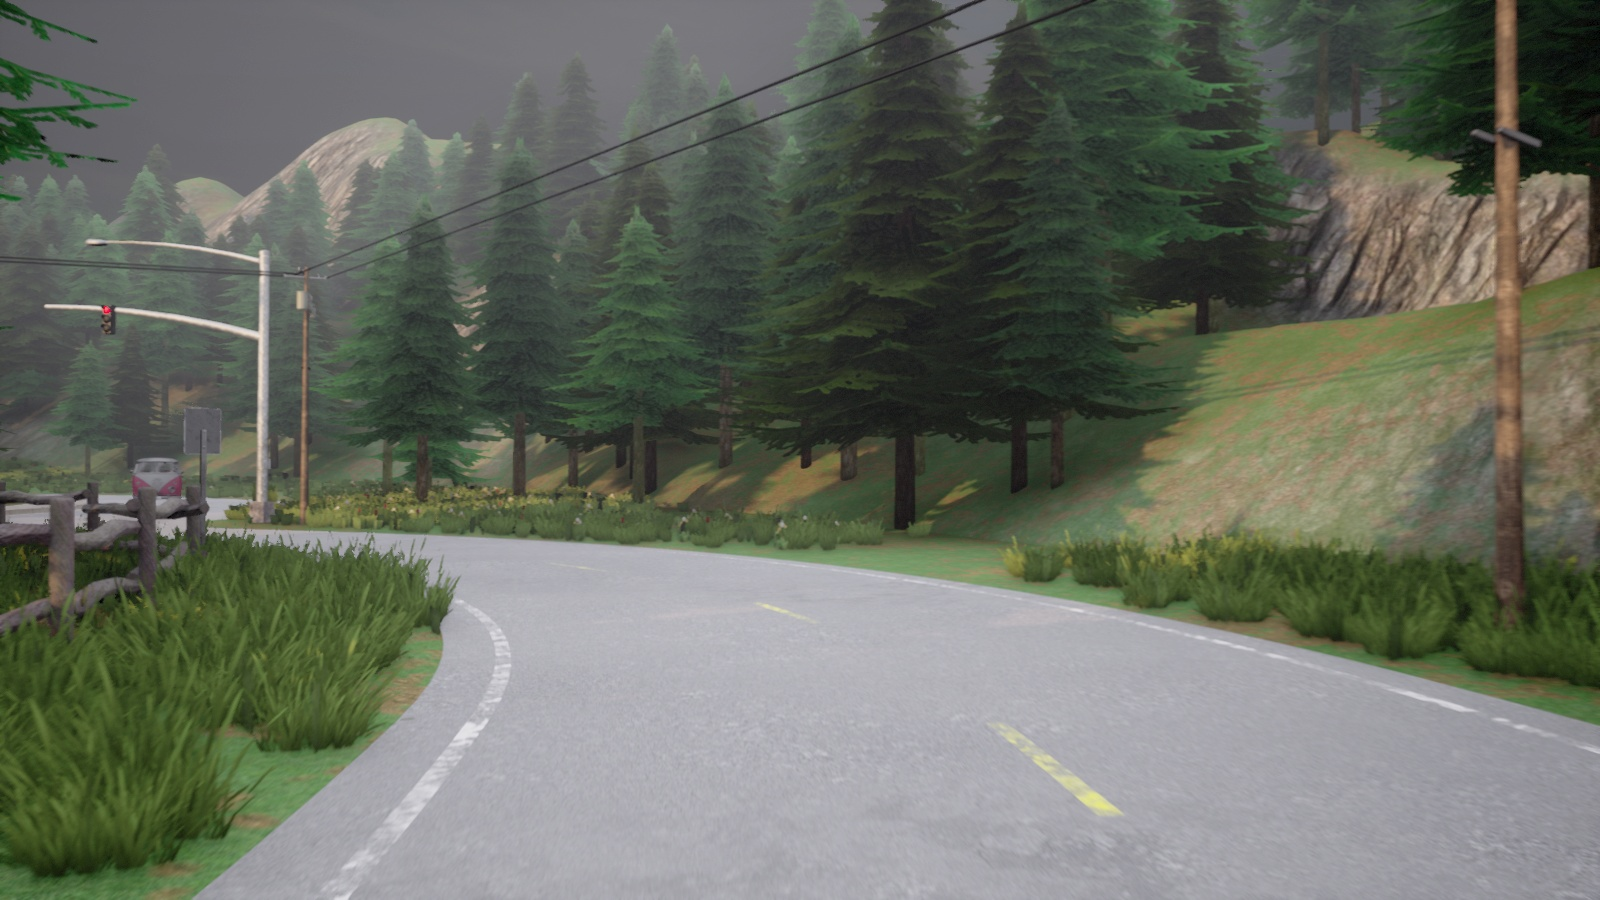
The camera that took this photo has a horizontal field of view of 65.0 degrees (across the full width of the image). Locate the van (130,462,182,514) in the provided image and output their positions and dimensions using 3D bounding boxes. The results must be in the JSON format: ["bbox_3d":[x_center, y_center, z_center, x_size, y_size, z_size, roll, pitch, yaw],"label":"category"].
[{"bbox_3d":[-25.904,1.512,50.616,1.775,1.987,4.442,0,-1,-26],"label":"van"}]
